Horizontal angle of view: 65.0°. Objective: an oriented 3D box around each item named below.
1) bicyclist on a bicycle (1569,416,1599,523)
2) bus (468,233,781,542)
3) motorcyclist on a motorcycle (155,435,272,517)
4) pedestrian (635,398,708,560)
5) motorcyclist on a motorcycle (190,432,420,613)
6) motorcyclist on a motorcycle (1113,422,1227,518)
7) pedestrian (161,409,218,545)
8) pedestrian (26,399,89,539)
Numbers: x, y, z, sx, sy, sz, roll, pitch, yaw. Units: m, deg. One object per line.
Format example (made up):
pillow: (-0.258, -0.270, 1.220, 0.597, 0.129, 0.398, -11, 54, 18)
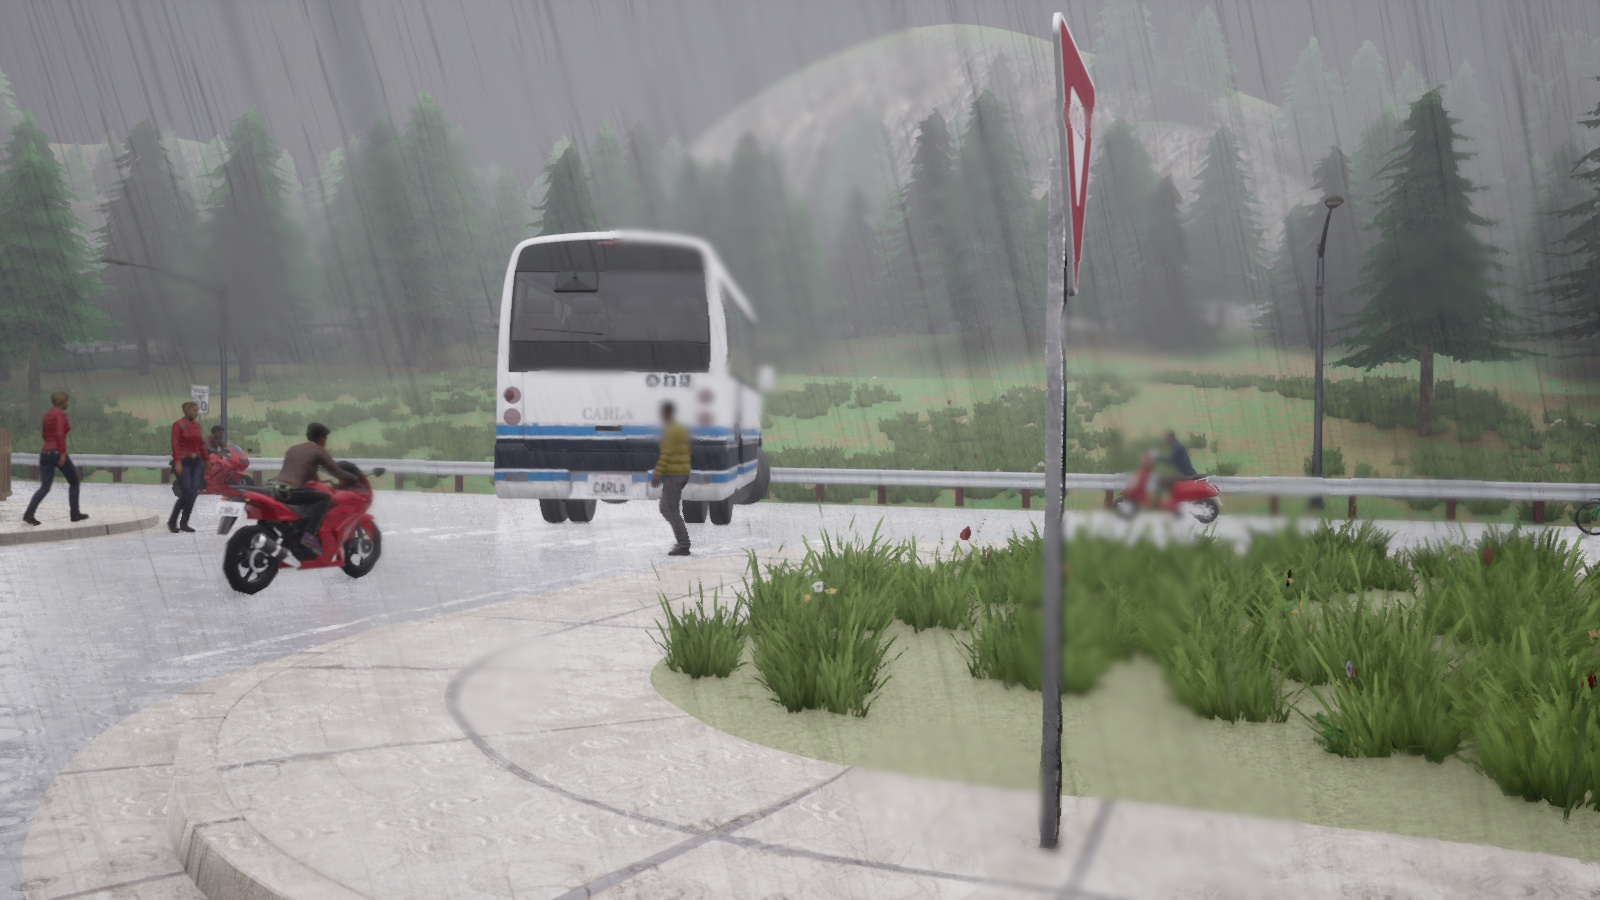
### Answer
bicyclist on a bicycle: (12.717, 0.291, 19.193, 1.509, 1.612, 0.866, 0, 1, 20)
bus: (-2.516, -0.927, 22.600, 3.944, 4.253, 10.273, 0, 1, 1)
motorcyclist on a motorcycle: (-11.263, 0.486, 24.119, 2.044, 1.523, 0.797, 0, 1, 20)
pedestrian: (-1.499, 0.330, 14.657, 0.709, 1.840, 0.431, 0, 1, 23)
motorcyclist on a motorcycle: (-4.518, 0.595, 11.659, 0.797, 1.523, 2.044, 0, 1, 21)
motorcyclist on a motorcycle: (6.335, 0.334, 21.496, 1.817, 1.590, 0.866, 0, 1, 20)
pedestrian: (-8.401, 0.363, 17.277, 0.636, 1.846, 0.331, 0, 1, 20)
pedestrian: (-9.941, 0.246, 16.831, 0.331, 1.846, 0.636, 0, 1, 20)
